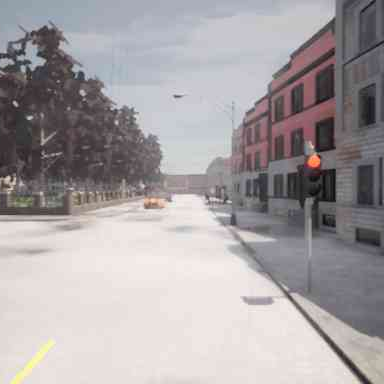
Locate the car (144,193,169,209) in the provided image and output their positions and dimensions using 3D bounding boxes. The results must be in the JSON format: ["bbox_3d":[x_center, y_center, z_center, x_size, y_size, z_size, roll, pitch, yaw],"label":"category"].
[{"bbox_3d":[-4.160,0.985,37.544,2.097,1.767,4.553,0,1,0],"label":"car"}]

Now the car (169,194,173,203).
[{"bbox_3d":[-4.169,0.982,53.735,1.837,1.490,4.892,0,0,0],"label":"car"}]
